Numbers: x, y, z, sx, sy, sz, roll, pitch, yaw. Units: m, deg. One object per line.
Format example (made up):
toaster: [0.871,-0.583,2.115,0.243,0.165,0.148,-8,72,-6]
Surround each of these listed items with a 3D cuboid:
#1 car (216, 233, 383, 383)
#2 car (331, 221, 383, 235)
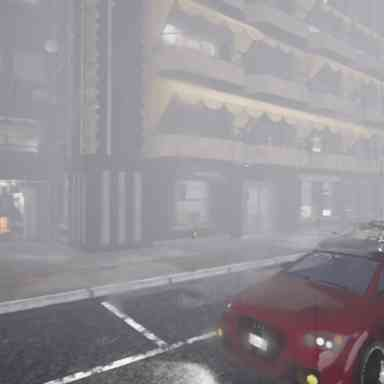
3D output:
car: [2.401,1.602,5.100,4.181,1.385,1.994,0,0,-36]
car: [5.741,1.632,10.680,4.403,1.369,2.008,0,0,-36]
